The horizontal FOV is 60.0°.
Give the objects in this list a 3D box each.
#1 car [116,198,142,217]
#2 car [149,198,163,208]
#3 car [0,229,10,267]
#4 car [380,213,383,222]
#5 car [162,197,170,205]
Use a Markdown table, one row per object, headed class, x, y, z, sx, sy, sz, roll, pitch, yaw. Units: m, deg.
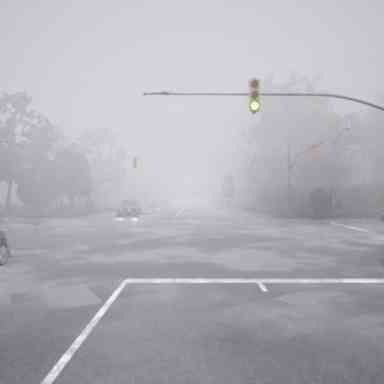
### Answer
| class | x | y | z | sx | sy | sz | roll | pitch | yaw |
| --- | --- | --- | --- | --- | --- | --- | --- | --- | --- |
| car | -7.020 | 1.808 | 37.599 | 2.150 | 2.045 | 5.566 | 0 | 1 | 0 |
| car | -7.034 | 2.344 | 62.635 | 1.837 | 1.490 | 4.892 | 0 | 2 | 0 |
| car | -7.005 | 1.464 | 8.963 | 2.097 | 1.767 | 4.553 | 0 | -1 | 0 |
| car | 17.686 | 1.815 | 26.411 | 5.008 | 1.535 | 1.882 | -1 | -1 | 3 |
| car | -7.048 | 2.341 | 87.859 | 2.150 | 2.045 | 5.566 | 0 | -1 | 0 |
